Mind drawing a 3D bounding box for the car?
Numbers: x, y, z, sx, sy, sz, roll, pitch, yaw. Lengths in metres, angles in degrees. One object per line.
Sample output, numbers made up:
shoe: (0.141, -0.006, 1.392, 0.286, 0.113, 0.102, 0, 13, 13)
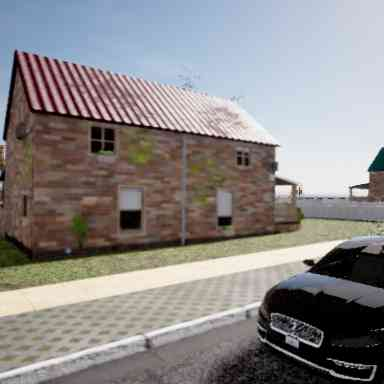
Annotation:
car: (3.152, 1.506, 5.317, 4.892, 1.490, 1.837, 0, 0, -35)
